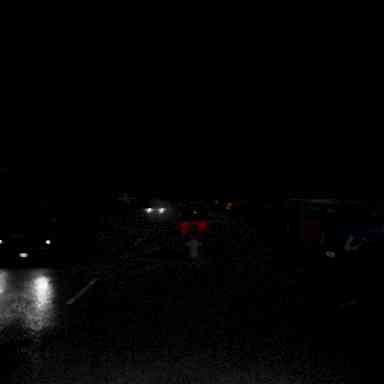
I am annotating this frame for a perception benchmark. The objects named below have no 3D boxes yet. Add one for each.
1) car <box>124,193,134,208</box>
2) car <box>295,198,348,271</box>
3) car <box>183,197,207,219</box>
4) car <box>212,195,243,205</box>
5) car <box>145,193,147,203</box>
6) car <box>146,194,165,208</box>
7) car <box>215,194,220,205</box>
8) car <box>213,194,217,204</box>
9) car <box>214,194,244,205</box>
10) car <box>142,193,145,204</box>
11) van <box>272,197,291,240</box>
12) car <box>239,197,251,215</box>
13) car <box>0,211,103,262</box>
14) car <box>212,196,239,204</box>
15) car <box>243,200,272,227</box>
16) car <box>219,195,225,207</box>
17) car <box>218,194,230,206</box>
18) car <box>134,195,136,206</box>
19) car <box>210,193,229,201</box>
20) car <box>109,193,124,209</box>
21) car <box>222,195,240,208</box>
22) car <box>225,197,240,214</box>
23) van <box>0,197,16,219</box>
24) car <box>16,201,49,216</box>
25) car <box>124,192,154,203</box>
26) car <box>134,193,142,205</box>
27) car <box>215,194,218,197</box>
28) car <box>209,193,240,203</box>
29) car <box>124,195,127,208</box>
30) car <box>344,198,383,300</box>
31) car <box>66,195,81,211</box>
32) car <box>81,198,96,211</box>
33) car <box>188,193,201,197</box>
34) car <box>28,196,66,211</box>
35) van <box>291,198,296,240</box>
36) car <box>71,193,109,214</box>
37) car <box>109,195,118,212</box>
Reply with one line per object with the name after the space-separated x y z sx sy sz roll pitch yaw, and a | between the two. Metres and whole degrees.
-10.761 1.181 42.716 5.566 2.045 2.435 -1 0 -20 | car
6.023 1.234 9.140 5.566 2.045 2.435 1 0 -20 | car
0.245 1.451 28.704 1.882 1.535 5.008 0 0 0 | car
6.311 1.432 59.456 4.892 1.521 2.231 1 0 -20 | car
-10.683 1.290 57.829 4.553 1.767 2.185 -1 0 -20 | car
-4.848 1.425 46.417 1.882 1.535 5.008 0 0 0 | car
6.225 1.448 44.670 5.008 1.535 2.097 1 0 -19 | car
6.261 1.443 50.585 4.892 1.521 2.231 1 0 -20 | car
6.323 1.309 56.505 4.553 1.767 2.185 1 0 -20 | car
-10.692 1.293 54.802 4.553 1.767 2.185 -1 0 -20 | car
6.186 1.256 15.116 4.442 1.987 1.878 1 0 -20 | van
6.150 1.347 23.959 4.553 1.767 2.185 1 0 -20 | car
-5.022 1.585 12.201 1.895 1.301 4.718 0 0 1 | car
6.321 1.468 62.414 4.674 1.452 2.002 1 0 -20 | car
6.104 1.476 20.984 4.892 1.521 2.231 1 0 -20 | car
6.197 1.455 38.740 5.008 1.535 2.097 1 0 -20 | car
6.383 1.451 41.773 5.366 1.575 1.946 1 0 -20 | car
-10.684 1.458 45.759 4.792 1.488 2.163 -1 0 -20 | car
6.104 1.433 53.469 5.366 1.575 1.946 1 0 -20 | car
-10.731 1.188 36.688 5.566 2.045 2.435 -1 0 -20 | car
6.351 1.458 35.856 5.366 1.575 1.946 1 0 -20 | car
6.142 1.491 32.810 4.792 1.488 2.163 1 0 -20 | car
-10.982 1.238 15.483 4.442 1.987 1.878 -1 0 -20 | van
-10.862 1.460 18.550 4.892 1.521 2.231 -1 0 -20 | car
-10.628 1.153 66.885 5.566 2.045 2.435 -1 0 -20 | car
-10.675 1.174 48.782 5.566 2.045 2.435 -1 0 -20 | car
6.268 1.475 47.636 4.792 1.488 2.163 1 0 -20 | car
6.363 1.173 65.389 5.566 2.045 2.435 1 0 -20 | car
-10.731 1.437 39.695 4.892 1.521 2.231 -1 0 -20 | car
6.006 1.236 6.181 5.566 2.045 2.435 1 0 -20 | car
-10.795 1.327 24.599 4.553 1.767 2.185 -1 0 -20 | car
-10.777 1.479 27.624 4.792 1.488 2.163 -1 0 -20 | car
0.321 1.179 43.989 2.150 2.045 5.566 0 0 0 | car
-10.803 1.330 21.570 4.553 1.767 2.185 -1 0 -20 | car
6.170 1.259 12.157 4.442 1.987 1.878 1 0 -20 | van
-10.822 1.195 30.625 5.566 2.045 2.435 -1 0 -20 | car
-10.602 1.437 33.724 5.366 1.575 1.946 -1 0 -20 | car
